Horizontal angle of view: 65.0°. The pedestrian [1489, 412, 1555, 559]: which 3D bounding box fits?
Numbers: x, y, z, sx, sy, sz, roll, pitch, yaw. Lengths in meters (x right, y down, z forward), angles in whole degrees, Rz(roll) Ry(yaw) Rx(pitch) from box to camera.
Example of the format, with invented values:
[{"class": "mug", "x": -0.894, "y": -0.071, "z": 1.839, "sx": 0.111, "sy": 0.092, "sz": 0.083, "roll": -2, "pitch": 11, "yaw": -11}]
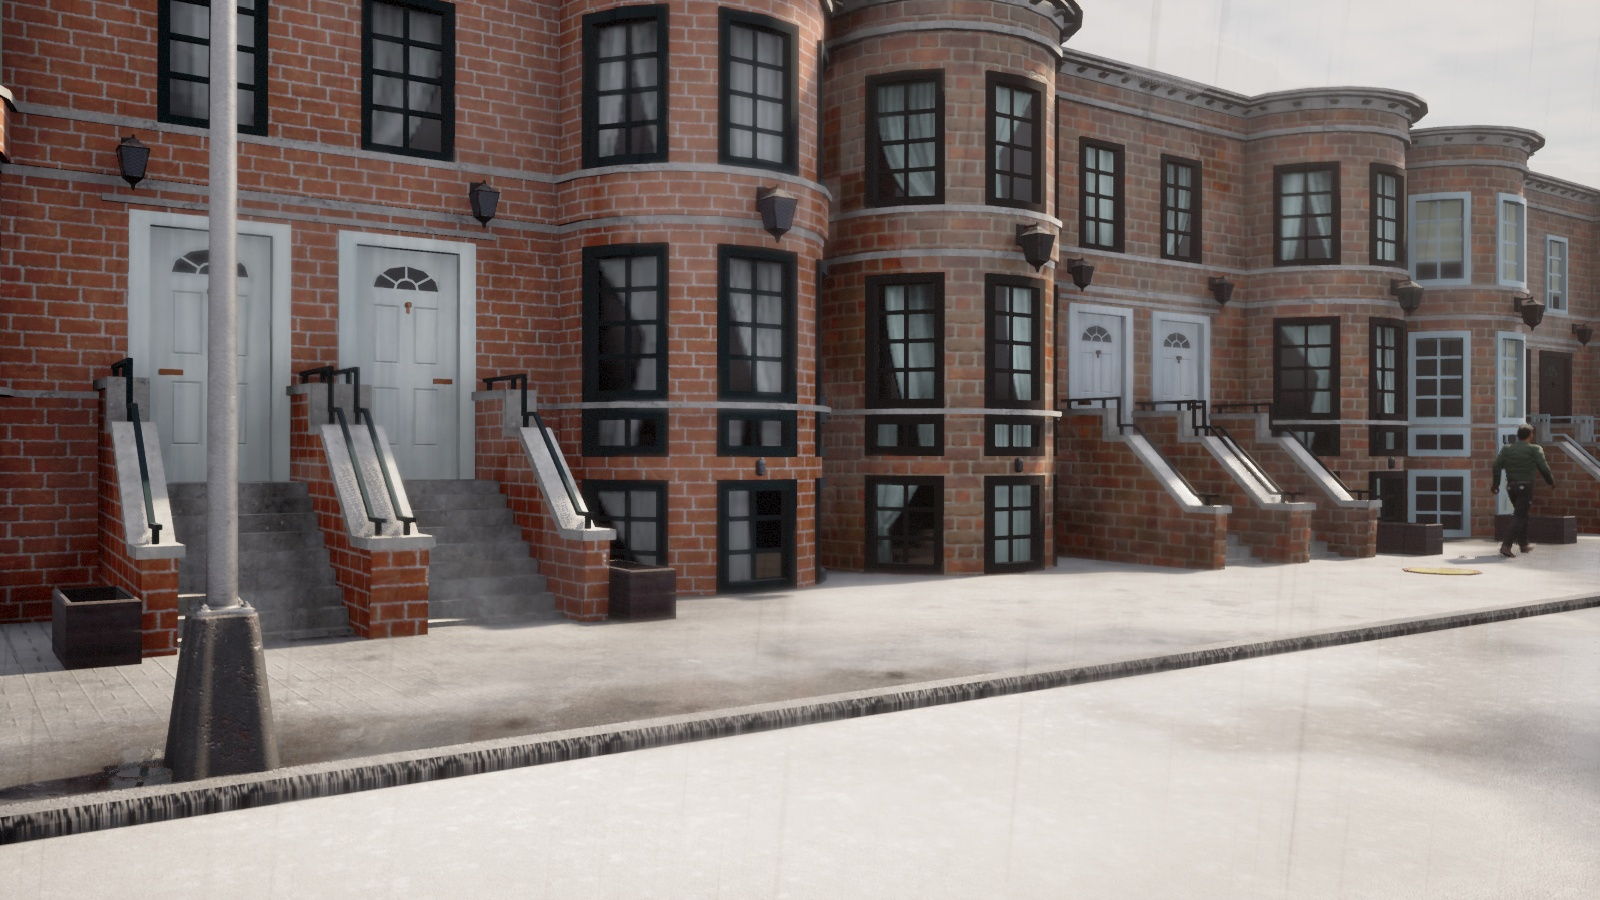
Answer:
[{"class": "pedestrian", "x": 9.803, "y": 0.475, "z": 17.058, "sx": 0.788, "sy": 1.949, "sz": 0.423, "roll": 0, "pitch": 0, "yaw": -28}]
